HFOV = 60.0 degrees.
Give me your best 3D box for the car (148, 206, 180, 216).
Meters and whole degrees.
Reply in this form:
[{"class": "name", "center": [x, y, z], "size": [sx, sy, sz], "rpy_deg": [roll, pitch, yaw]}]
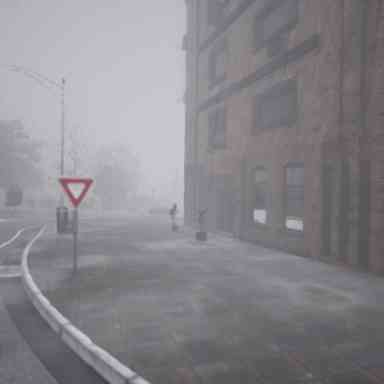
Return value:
[{"class": "car", "center": [-3.546, 2.445, 43.336], "size": [1.895, 1.301, 4.718], "rpy_deg": [1, -3, 32]}]
